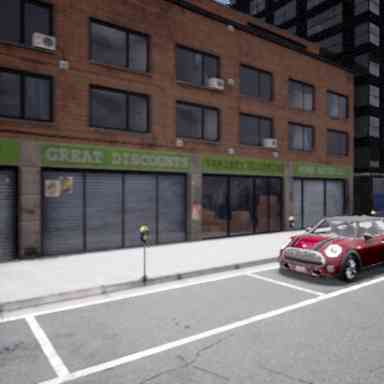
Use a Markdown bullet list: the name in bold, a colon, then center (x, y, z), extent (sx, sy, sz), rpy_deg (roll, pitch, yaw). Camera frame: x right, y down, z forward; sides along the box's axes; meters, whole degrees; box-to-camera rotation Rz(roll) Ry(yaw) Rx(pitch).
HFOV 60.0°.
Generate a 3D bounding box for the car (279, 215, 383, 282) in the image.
- **car**: center (4.398, 1.446, 9.670), extent (4.097, 1.590, 1.967), rpy_deg (0, 0, -35)
